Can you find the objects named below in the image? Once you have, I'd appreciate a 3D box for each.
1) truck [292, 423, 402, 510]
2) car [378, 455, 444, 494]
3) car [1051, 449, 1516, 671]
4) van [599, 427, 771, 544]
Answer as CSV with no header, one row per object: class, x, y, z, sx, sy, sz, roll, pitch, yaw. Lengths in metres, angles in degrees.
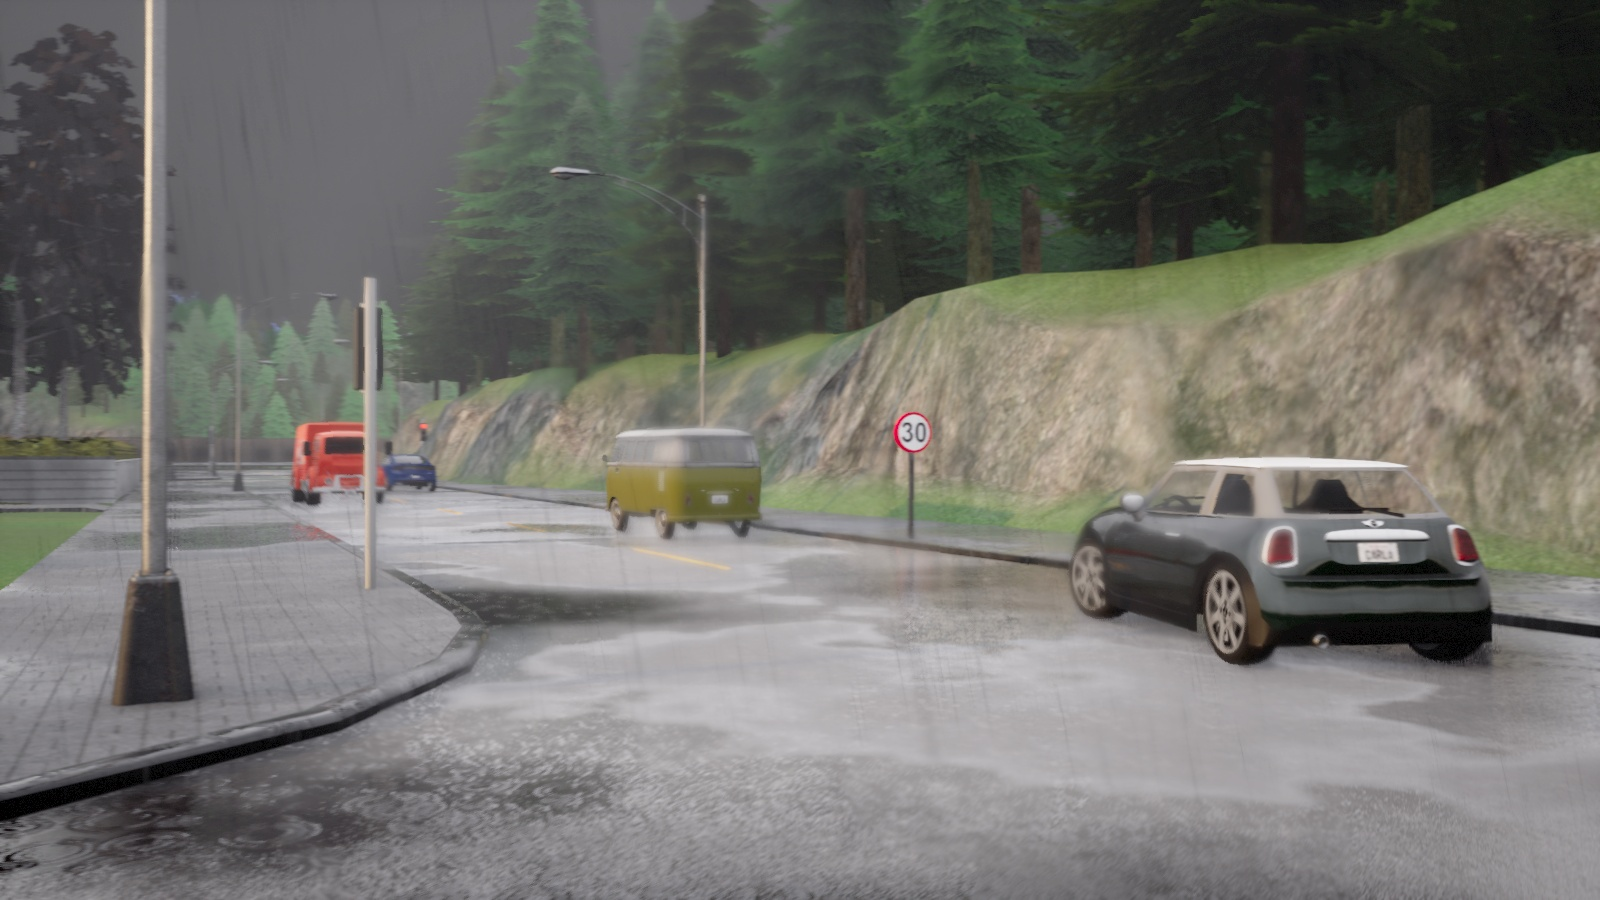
truck,-13.987,0.470,38.571,2.627,2.467,5.204,0,0,-26
car,-16.227,0.999,52.274,1.882,1.535,5.008,0,0,-26
car,3.680,0.743,10.392,1.970,1.475,3.806,0,0,-8
van,-2.277,0.606,23.709,1.775,1.987,4.442,0,0,-26
